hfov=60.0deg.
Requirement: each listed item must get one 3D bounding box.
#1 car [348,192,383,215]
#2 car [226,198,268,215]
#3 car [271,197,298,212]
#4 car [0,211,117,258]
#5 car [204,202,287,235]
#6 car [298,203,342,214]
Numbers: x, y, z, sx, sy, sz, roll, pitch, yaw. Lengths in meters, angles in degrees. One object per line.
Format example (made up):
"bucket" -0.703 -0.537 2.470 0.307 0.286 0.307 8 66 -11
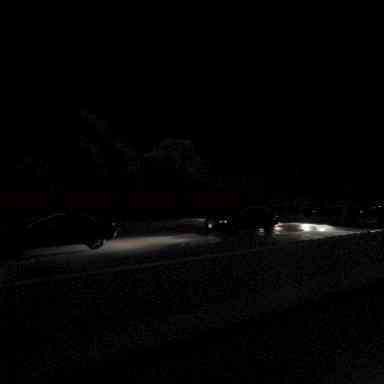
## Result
"car" 13.071 0.955 24.096 2.150 2.045 5.566 0 0 41
"car" 5.176 1.275 31.019 1.994 1.385 4.181 0 0 41
"car" 7.814 1.225 28.719 1.837 1.490 4.892 0 0 41
"car" -5.399 1.501 12.965 4.902 1.511 2.128 0 0 -35
"car" 2.891 1.533 19.096 4.902 1.511 2.128 0 0 -38
"car" 10.452 1.280 26.418 1.994 1.385 4.181 0 0 41
